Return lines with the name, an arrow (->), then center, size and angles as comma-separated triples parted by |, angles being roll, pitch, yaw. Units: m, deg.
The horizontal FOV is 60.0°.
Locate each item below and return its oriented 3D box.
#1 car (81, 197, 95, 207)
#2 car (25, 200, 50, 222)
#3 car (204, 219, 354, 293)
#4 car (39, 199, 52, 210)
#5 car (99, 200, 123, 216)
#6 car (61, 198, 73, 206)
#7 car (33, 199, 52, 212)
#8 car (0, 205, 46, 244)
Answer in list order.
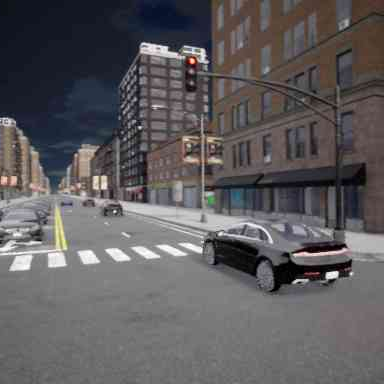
car -> -17.578, 1.693, 56.309 | 1.837, 1.490, 4.892 | -1, 0, -22
car -> -11.991, 1.630, 25.193 | 1.837, 1.490, 4.892 | -1, 0, -22
car -> 1.927, 1.482, 9.009 | 2.128, 1.511, 4.902 | -1, 0, -22
car -> -15.794, 1.668, 34.456 | 1.837, 1.490, 4.892 | -1, 0, -22
car -> -8.216, 1.599, 33.605 | 1.837, 1.490, 4.892 | -1, 0, -22
car -> -22.357, 1.797, 59.370 | 1.994, 1.385, 4.181 | -1, 0, -22
car -> -19.698, 1.694, 44.066 | 2.128, 1.511, 4.902 | -1, 0, -22
car -> -8.469, 1.614, 16.638 | 1.812, 1.442, 4.674 | -1, 0, -23
